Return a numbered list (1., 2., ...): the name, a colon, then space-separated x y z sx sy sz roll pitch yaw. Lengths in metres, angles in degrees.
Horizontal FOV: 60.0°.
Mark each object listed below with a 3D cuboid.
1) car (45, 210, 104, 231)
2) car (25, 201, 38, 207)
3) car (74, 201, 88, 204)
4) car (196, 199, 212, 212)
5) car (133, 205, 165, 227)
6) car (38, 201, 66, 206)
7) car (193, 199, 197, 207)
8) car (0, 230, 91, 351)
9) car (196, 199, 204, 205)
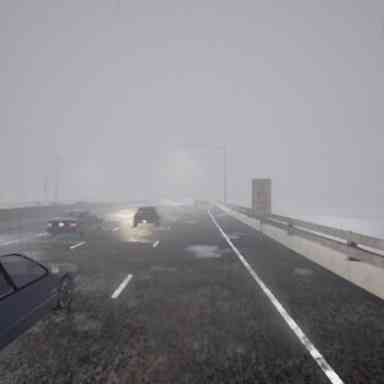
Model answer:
1. car: -6.785 1.766 19.820 2.033 1.411 5.357 0 -1 1
2. car: -23.766 2.142 51.709 2.033 1.411 5.357 0 -1 2
3. car: -16.821 2.108 50.604 1.812 1.442 4.674 0 -1 2
4. car: 1.883 2.006 47.776 1.801 1.575 5.366 0 -1 2
5. car: -3.212 1.786 25.166 1.837 1.490 4.892 0 -1 1
6. car: -20.358 2.043 49.336 1.882 1.535 5.008 0 -1 2
7. car: 1.269 2.108 66.377 2.097 1.767 4.553 0 -1 2
8. car: -3.391 1.601 4.943 2.033 1.411 5.357 0 -1 0
9. car: 1.977 2.379 82.828 1.812 1.442 4.674 0 -1 3
